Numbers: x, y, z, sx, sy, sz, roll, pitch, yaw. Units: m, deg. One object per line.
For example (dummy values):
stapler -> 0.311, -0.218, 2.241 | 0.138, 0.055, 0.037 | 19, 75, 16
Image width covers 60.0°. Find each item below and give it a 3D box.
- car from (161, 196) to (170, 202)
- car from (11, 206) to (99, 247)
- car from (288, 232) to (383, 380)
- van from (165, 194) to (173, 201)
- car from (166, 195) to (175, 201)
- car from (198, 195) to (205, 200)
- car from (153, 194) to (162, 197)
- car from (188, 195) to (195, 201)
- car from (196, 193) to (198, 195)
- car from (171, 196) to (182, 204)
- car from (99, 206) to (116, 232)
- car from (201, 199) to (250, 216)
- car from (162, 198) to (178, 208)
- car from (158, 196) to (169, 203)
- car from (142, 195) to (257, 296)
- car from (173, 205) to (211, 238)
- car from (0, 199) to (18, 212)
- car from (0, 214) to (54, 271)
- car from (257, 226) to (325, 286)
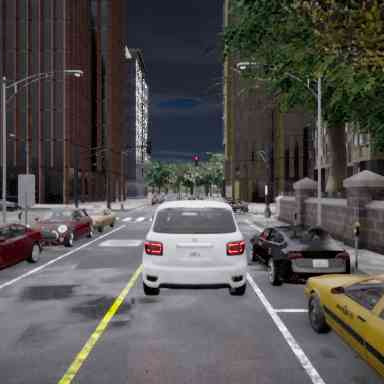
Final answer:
car -> -5.806, 1.538, 73.666 | 1.752, 1.417, 4.829 | 0, 0, 0
car -> -5.773, 1.439, 14.658 | 1.967, 1.590, 4.097 | 0, 0, 0
car -> 2.758, 1.525, 3.921 | 1.752, 1.417, 4.829 | 0, 0, 0
van -> -5.813, 1.360, 84.711 | 1.690, 1.788, 3.998 | 0, 0, 0
car -> -5.816, 1.573, 90.149 | 2.008, 1.369, 4.403 | 0, 0, 0
car -> 2.706, 1.552, 95.761 | 1.752, 1.417, 4.829 | 0, 0, 0
car -> -5.797, 1.321, 57.523 | 2.192, 1.841, 5.009 | 0, 0, 0
car -> -0.052, 1.522, 88.561 | 1.837, 1.490, 4.892 | 0, 0, 0
car -> -0.046, 1.540, 78.655 | 1.812, 1.442, 4.674 | 0, 0, 0
car -> -3.061, 1.574, 66.956 | 1.994, 1.385, 4.181 | 0, 0, 1
car -> -5.776, 1.524, 19.945 | 1.752, 1.417, 4.829 | 0, 0, 0
car -> 3.414, 1.598, 34.816 | 4.892, 1.490, 1.837 | 2, 0, 0
car -> -3.124, 1.567, 48.086 | 1.994, 1.385, 4.181 | 0, 0, 0
car -> -5.803, 1.593, 68.398 | 1.802, 1.307, 4.206 | 0, 0, 0
car -> 0.061, 1.220, 8.799 | 2.150, 2.045, 5.566 | 0, 0, 0
car -> 0.013, 1.524, 18.444 | 1.812, 1.442, 4.674 | 0, 0, 1
car -> -19.190, 1.198, 31.509 | 5.357, 1.411, 2.033 | 1, 0, -5
car -> -5.770, 1.544, 9.201 | 1.887, 1.381, 4.507 | 0, 0, 0
car -> 2.755, 1.565, 9.208 | 1.947, 1.339, 4.313 | 0, 0, 0
